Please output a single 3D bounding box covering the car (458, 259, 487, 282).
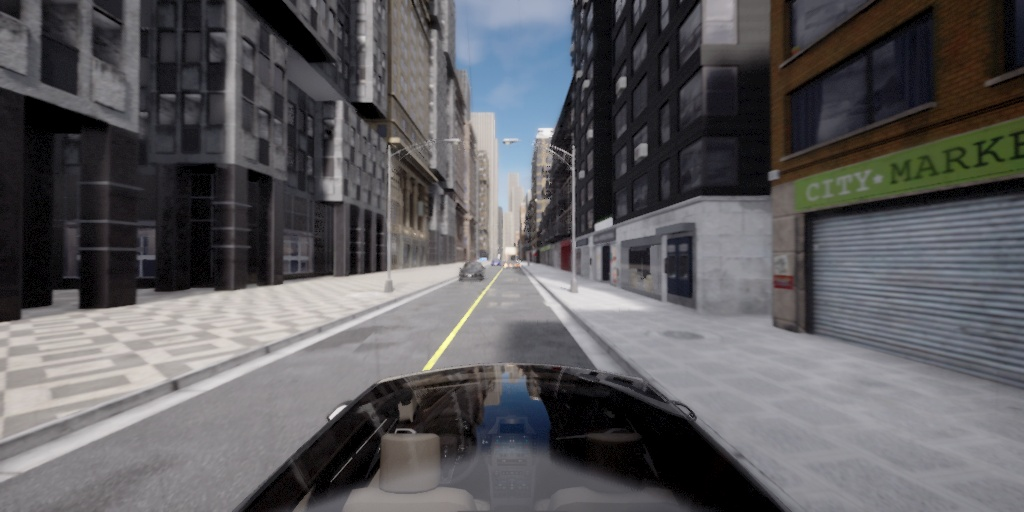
[{"bbox_3d":[-3.102,1.235,28.655,1.837,1.490,4.892,0,0,0],"label":"car"}]

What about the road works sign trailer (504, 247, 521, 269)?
[{"bbox_3d":[-0.006,0.210,57.364,2.380,3.560,2.880,0,0,0],"label":"road works sign trailer"}]
